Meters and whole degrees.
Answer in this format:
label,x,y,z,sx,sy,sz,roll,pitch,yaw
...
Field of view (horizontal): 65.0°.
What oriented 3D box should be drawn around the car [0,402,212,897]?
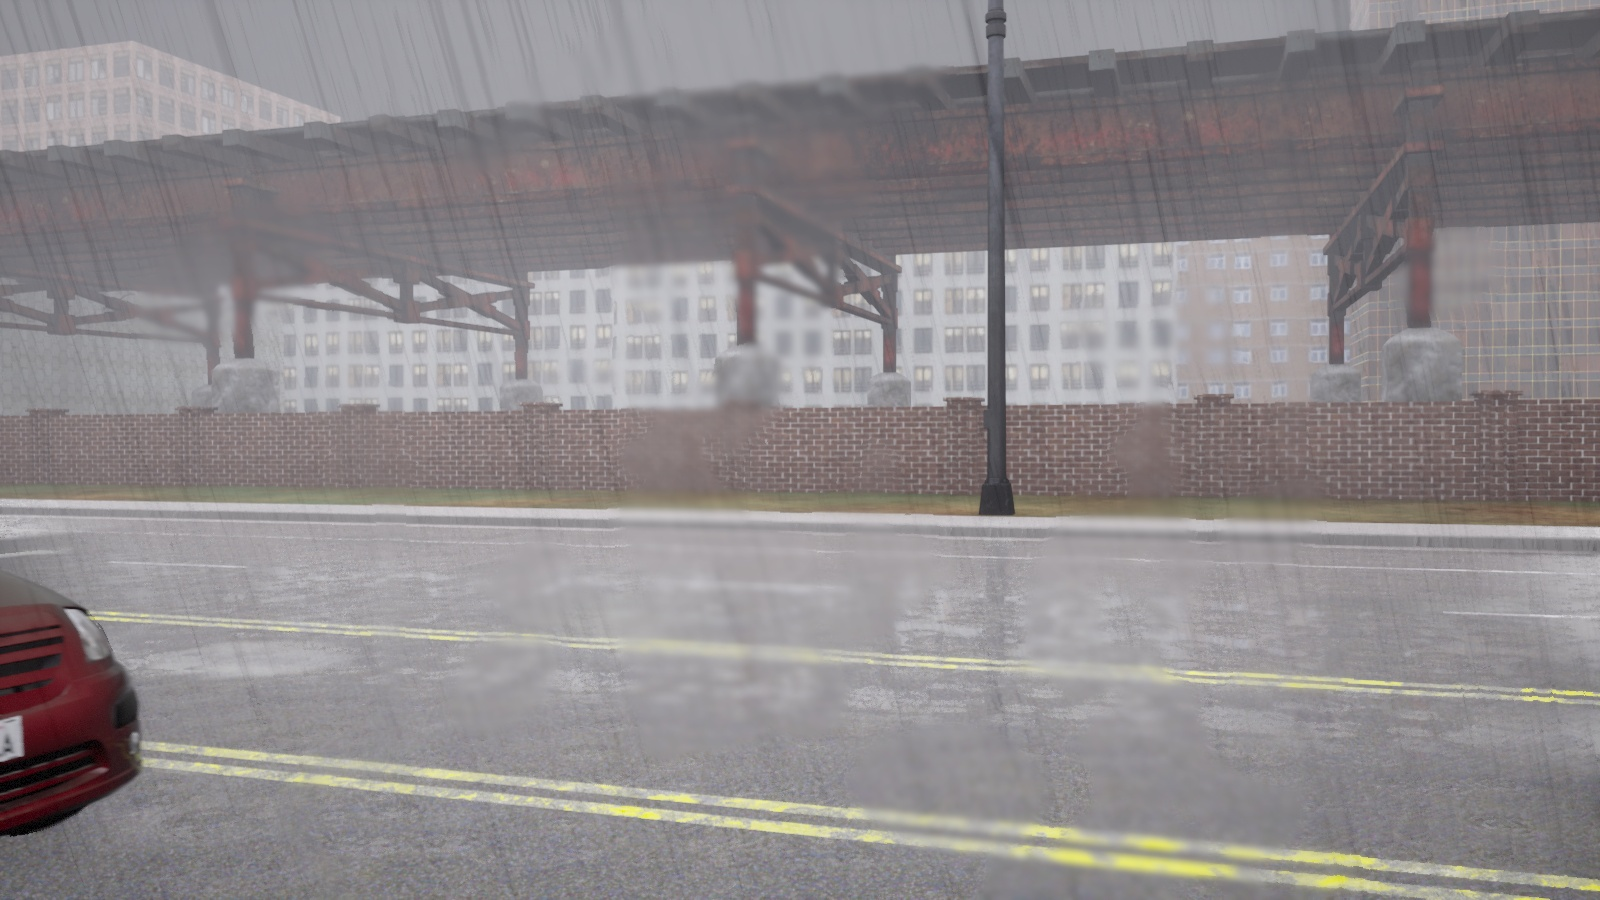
label,x,y,z,sx,sy,sz,roll,pitch,yaw
car,-4.506,0.636,4.705,3.988,1.617,1.851,0,1,19
